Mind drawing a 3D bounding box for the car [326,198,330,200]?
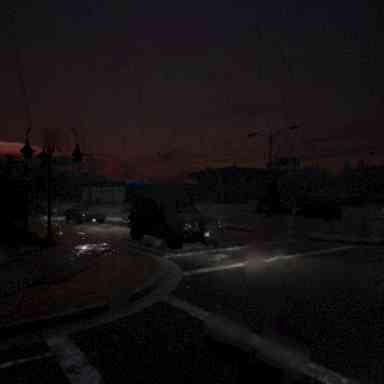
[{"bbox_3d":[29.076,1.886,73.348,1.905,1.878,3.866,1,0,-36],"label":"car"}]

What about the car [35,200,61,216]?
[{"bbox_3d":[-14.687,1.557,34.125,2.128,1.511,4.902,1,0,-36],"label":"car"}]

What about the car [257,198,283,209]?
[{"bbox_3d":[12.337,1.807,52.544,1.845,1.501,3.633,1,0,-36],"label":"car"}]

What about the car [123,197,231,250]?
[{"bbox_3d":[-0.997,1.321,15.448,2.150,2.045,5.566,1,0,-36],"label":"car"}]

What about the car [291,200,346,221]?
[{"bbox_3d":[10.934,1.694,28.854,1.845,1.501,3.633,1,0,-36],"label":"car"}]

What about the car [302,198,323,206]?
[{"bbox_3d":[26.018,2.126,71.901,1.970,1.475,3.806,1,0,-36],"label":"car"}]

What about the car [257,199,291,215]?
[{"bbox_3d":[9.020,1.733,36.618,1.970,1.475,3.806,1,0,-36],"label":"car"}]

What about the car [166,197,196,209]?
[{"bbox_3d":[-1.760,1.655,51.857,2.152,1.636,5.027,1,0,-36],"label":"car"}]

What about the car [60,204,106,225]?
[{"bbox_3d":[-8.188,1.683,25.235,1.895,1.301,4.718,1,0,-36],"label":"car"}]

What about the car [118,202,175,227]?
[{"bbox_3d":[-3.573,1.625,25.288,2.128,1.511,4.902,1,0,-37],"label":"car"}]

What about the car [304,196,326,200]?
[{"bbox_3d":[20.474,1.914,58.345,2.007,1.523,4.514,1,0,-36],"label":"car"}]

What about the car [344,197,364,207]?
[{"bbox_3d":[31.003,1.875,65.042,1.932,1.855,4.605,1,0,-36],"label":"car"}]
